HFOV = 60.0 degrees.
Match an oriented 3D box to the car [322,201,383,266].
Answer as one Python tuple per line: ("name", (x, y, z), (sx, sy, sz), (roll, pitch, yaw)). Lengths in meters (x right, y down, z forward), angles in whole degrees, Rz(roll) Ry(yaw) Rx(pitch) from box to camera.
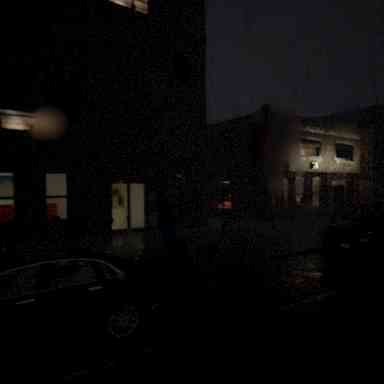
("car", (6.550, 1.257, 11.240), (5.009, 1.841, 2.192), (0, 0, -36))

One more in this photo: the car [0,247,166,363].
("car", (-2.481, 1.548, 4.794), (4.403, 1.369, 2.008), (0, 0, -36))
